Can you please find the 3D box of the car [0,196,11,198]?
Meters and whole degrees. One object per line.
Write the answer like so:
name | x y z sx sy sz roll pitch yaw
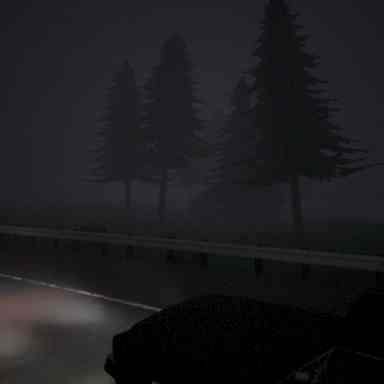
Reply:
car | -36.960 1.521 61.903 2.128 1.511 4.902 0 0 17

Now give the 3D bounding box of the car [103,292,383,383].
car | 1.462 1.601 2.725 4.718 1.301 1.895 0 0 35

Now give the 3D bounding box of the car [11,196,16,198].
car | -38.538 1.521 72.126 2.128 1.511 4.902 0 0 10

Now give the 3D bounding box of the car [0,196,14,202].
car | -41.872 1.591 73.841 1.895 1.301 4.718 0 0 6

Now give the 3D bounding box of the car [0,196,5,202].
car | -45.192 1.547 76.366 1.994 1.385 4.181 0 0 6

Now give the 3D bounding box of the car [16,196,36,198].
car | -35.011 1.536 72.020 2.033 1.411 5.357 0 0 6
